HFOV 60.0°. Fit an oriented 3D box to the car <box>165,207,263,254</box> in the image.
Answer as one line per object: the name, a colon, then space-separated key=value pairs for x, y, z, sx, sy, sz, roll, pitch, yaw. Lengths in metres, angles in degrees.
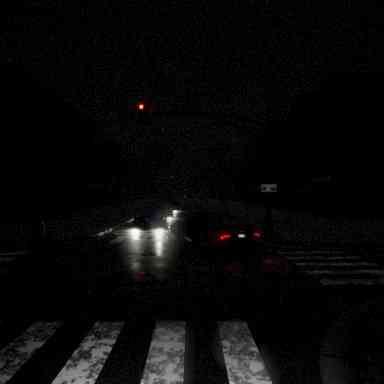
car: x=0.792 y=1.553 z=13.666 sx=2.033 sy=1.411 sz=5.357 roll=0 pitch=0 yaw=-22

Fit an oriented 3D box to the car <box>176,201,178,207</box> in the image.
car: x=-2.906 y=1.532 z=43.491 sx=1.837 sy=1.490 sz=4.892 roll=0 pitch=0 yaw=0

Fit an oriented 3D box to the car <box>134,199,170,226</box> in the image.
car: x=-2.893 y=1.492 z=23.939 sx=1.882 sy=1.535 sz=5.008 roll=0 pitch=0 yaw=0

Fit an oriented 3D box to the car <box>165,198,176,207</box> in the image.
car: x=-2.905 y=1.498 z=33.408 sx=1.882 sy=1.535 sz=5.008 roll=0 pitch=0 yaw=0
